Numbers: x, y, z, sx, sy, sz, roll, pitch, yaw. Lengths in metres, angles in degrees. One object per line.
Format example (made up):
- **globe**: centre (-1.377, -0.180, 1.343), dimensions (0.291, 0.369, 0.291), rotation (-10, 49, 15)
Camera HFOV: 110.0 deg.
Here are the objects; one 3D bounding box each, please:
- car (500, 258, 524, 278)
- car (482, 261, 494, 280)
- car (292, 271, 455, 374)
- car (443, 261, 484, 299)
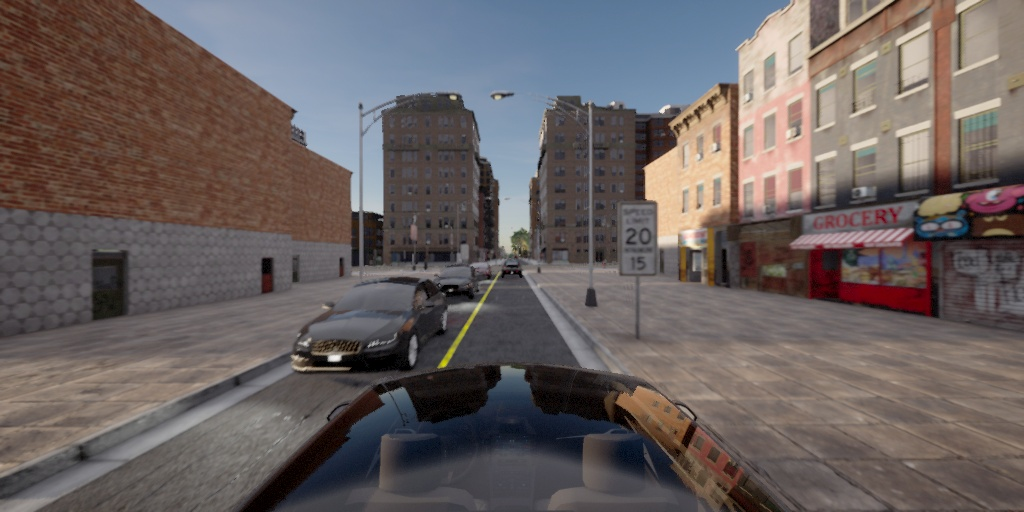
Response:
- **car**: centre (-0.011, 1.159, 33.101), dimensions (1.837, 1.490, 4.892), rotation (0, 0, 0)
- **car**: centre (-2.678, 1.195, 30.693), dimensions (1.812, 1.442, 4.674), rotation (0, 0, 0)
- **car**: centre (-2.604, 1.246, 7.710), dimensions (1.837, 1.490, 4.892), rotation (0, 0, 0)
- **car**: centre (-2.644, 1.214, 17.837), dimensions (1.837, 1.490, 4.892), rotation (0, 0, 0)
